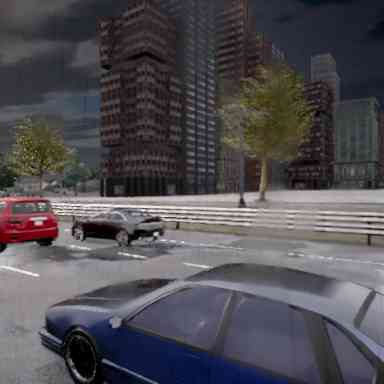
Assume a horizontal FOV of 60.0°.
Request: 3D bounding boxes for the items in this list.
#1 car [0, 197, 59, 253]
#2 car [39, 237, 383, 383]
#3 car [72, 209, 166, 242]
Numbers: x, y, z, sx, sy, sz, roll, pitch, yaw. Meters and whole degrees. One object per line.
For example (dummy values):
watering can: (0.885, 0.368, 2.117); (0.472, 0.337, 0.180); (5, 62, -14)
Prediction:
car: (-7.883, 1.249, 13.918); (5.566, 2.045, 2.150); (0, 0, 36)
car: (0.590, 1.549, 3.571); (5.357, 1.411, 2.033); (0, 0, 36)
car: (-3.433, 1.509, 15.042); (4.902, 1.511, 2.128); (0, 0, 36)
